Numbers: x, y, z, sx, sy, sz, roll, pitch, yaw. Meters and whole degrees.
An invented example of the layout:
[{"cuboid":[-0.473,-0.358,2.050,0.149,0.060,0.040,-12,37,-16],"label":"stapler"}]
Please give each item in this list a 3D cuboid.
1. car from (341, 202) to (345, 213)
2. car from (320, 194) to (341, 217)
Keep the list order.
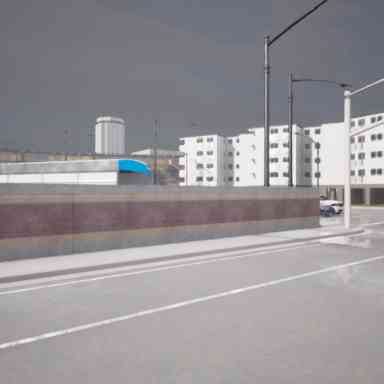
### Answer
[{"cuboid":[12.620,1.215,33.798,2.150,2.045,5.566,0,0,-35],"label":"car"},{"cuboid":[10.709,1.348,30.365,2.097,1.767,4.553,0,0,-33],"label":"car"}]
